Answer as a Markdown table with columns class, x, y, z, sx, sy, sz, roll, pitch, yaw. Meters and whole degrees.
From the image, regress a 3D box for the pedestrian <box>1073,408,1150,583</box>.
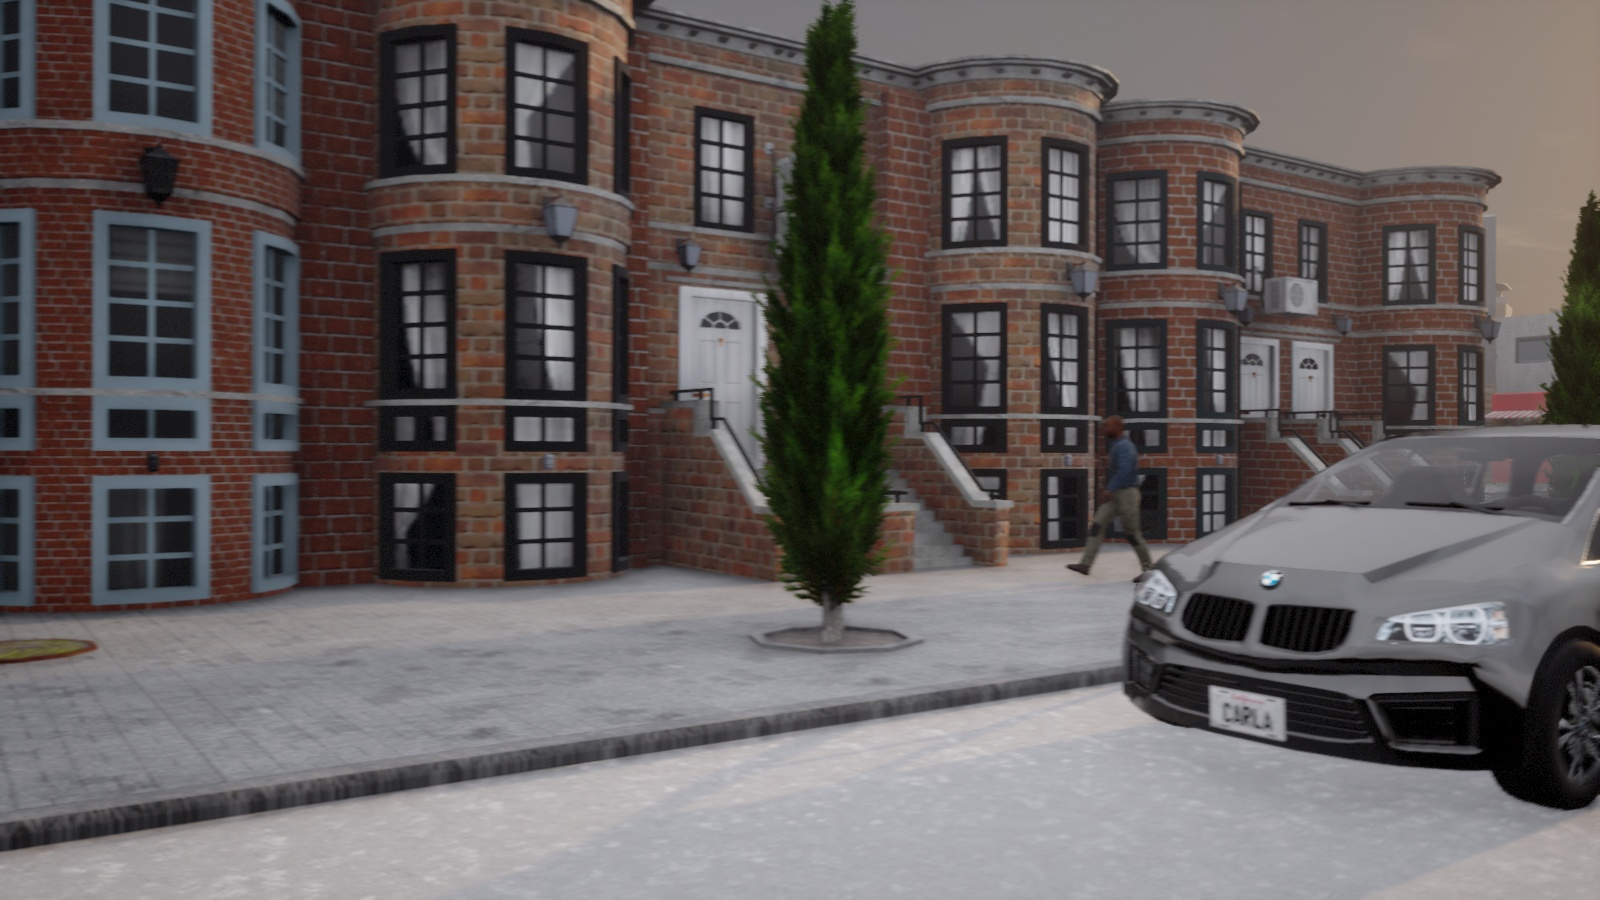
| class | x | y | z | sx | sy | sz | roll | pitch | yaw |
| --- | --- | --- | --- | --- | --- | --- | --- | --- | --- |
| pedestrian | 3.314 | 0.479 | 13.386 | 0.726 | 1.835 | 0.370 | 0 | 0 | 1 |

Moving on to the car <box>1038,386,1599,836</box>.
| class | x | y | z | sx | sy | sz | roll | pitch | yaw |
| --- | --- | --- | --- | --- | --- | --- | --- | --- | --- |
| car | 3.766 | 0.598 | 6.890 | 4.611 | 1.667 | 2.242 | 0 | 0 | -35 |
